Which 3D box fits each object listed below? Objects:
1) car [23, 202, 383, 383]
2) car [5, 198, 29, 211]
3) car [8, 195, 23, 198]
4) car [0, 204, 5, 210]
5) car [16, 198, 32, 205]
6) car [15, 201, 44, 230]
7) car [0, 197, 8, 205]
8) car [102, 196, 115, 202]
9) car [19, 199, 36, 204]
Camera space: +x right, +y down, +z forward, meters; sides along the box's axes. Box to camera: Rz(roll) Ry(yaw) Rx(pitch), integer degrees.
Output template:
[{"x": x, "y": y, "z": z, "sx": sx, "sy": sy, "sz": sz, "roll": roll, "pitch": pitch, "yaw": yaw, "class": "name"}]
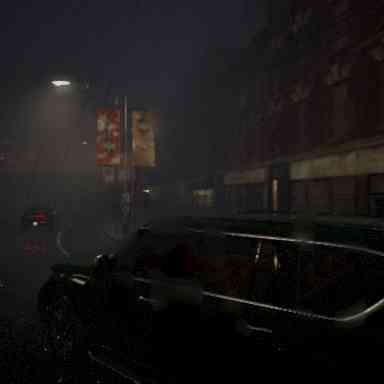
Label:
[{"x": 0.352, "y": 1.253, "z": 3.921, "sx": 5.566, "sy": 2.045, "sz": 2.150, "roll": 0, "pitch": 0, "yaw": 41, "class": "car"}, {"x": -22.482, "y": 1.797, "z": 43.855, "sx": 1.895, "sy": 1.301, "sz": 4.718, "roll": 0, "pitch": 0, "yaw": -13, "class": "car"}, {"x": -33.534, "y": 1.501, "z": 62.707, "sx": 2.435, "sy": 2.045, "sz": 5.566, "roll": 0, "pitch": 0, "yaw": -14, "class": "car"}, {"x": -12.689, "y": 1.639, "z": 19.281, "sx": 1.994, "sy": 1.385, "sz": 4.181, "roll": 0, "pitch": 0, "yaw": -16, "class": "car"}, {"x": -35.264, "y": 1.908, "z": 69.896, "sx": 1.895, "sy": 1.301, "sz": 4.718, "roll": 0, "pitch": 0, "yaw": -14, "class": "car"}, {"x": -9.817, "y": 1.610, "z": 21.828, "sx": 1.837, "sy": 1.490, "sz": 4.892, "roll": 0, "pitch": 0, "yaw": -15, "class": "car"}, {"x": -25.877, "y": 1.722, "z": 43.001, "sx": 2.033, "sy": 1.411, "sz": 5.357, "roll": 0, "pitch": 0, "yaw": -13, "class": "car"}, {"x": -21.529, "y": 1.957, "z": 84.639, "sx": 2.231, "sy": 1.521, "sz": 4.892, "roll": 0, "pitch": 0, "yaw": -4, "class": "car"}, {"x": -16.934, "y": 1.772, "z": 36.357, "sx": 1.895, "sy": 1.301, "sz": 4.718, "roll": 0, "pitch": 0, "yaw": -13, "class": "car"}]
